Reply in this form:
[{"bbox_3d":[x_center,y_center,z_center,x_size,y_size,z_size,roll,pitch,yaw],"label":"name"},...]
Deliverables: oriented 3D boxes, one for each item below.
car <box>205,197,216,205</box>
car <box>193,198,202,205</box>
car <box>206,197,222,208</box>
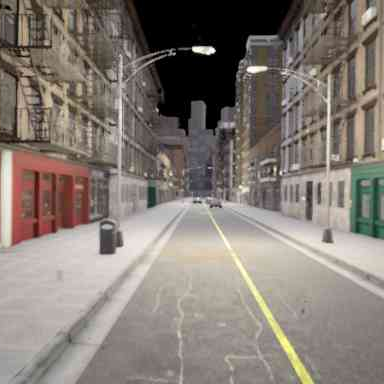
[{"bbox_3d":[3.935,1.889,72.194,2.128,1.511,4.902,1,0,1],"label":"car"},{"bbox_3d":[1.102,1.896,67.455,1.895,1.301,4.718,1,0,1],"label":"car"},{"bbox_3d":[3.694,1.804,52.161,2.033,1.411,5.357,1,0,1],"label":"car"}]
